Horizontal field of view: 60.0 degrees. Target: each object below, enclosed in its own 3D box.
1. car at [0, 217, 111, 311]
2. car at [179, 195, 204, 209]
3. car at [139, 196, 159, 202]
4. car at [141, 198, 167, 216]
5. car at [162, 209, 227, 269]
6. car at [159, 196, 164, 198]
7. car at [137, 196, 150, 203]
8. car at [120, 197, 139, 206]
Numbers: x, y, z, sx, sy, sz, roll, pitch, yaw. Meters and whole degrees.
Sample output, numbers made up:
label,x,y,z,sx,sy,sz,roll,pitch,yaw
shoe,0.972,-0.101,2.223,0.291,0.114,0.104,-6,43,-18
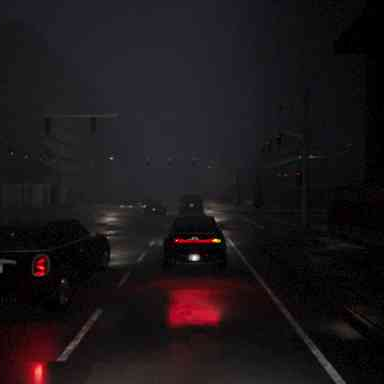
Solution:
label,x,y,z,sx,sy,sz,roll,pitch,yaw
car,-3.439,1.359,7.942,2.097,1.767,4.553,0,0,0
car,-0.067,1.277,31.619,2.150,2.045,5.566,0,0,-1
car,-7.323,1.556,57.054,1.837,1.490,4.892,0,0,1
car,-3.589,1.618,33.090,1.994,1.385,4.181,0,0,-1
car,0.091,1.513,11.230,1.837,1.490,4.892,0,-1,1
car,-7.073,1.543,72.726,1.882,1.535,5.008,0,0,1
car,-10.575,1.605,72.585,2.033,1.411,5.357,0,0,1
car,-10.821,1.598,56.839,2.033,1.411,5.357,0,0,1
